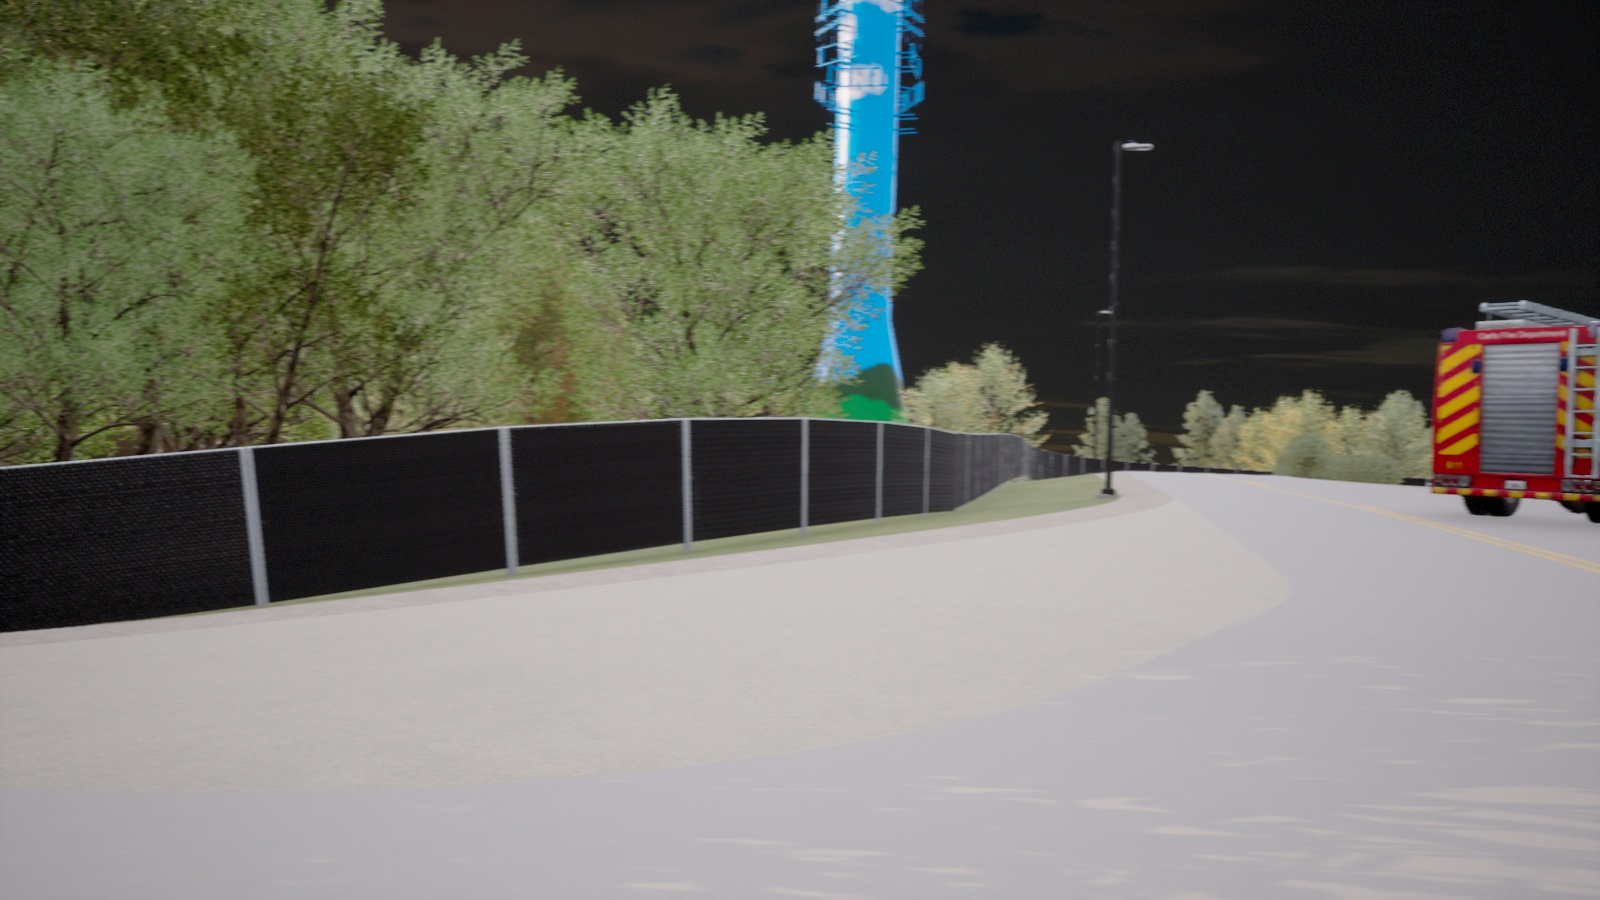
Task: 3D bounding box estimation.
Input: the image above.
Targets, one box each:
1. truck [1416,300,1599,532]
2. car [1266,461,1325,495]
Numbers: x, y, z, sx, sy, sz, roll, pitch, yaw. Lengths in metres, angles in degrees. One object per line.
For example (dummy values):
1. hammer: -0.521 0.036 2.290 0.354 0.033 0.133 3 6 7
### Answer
1. truck: 15.505 -0.469 24.484 8.468 3.827 2.891 2 0 -39
2. car: 31.439 1.792 79.631 3.866 1.878 1.905 5 -2 -43
